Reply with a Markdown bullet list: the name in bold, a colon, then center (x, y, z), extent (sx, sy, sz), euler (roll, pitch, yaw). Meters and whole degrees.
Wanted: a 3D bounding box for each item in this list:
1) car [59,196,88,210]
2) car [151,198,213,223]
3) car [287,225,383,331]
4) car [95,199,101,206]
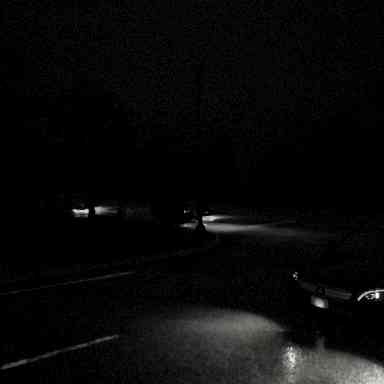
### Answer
- **car**: center (-14.169, 1.308, 40.408), extent (2.128, 1.511, 4.902), euler (-1, 1, -38)
- **car**: center (-1.113, 1.264, 23.638), extent (2.128, 1.511, 4.902), euler (-1, 1, -37)
- **car**: center (3.900, 1.421, 6.546), extent (4.674, 1.442, 1.812), euler (-1, 1, -35)
- **car**: center (-14.378, 1.262, 46.335), extent (2.128, 1.511, 4.902), euler (-1, 0, -38)
